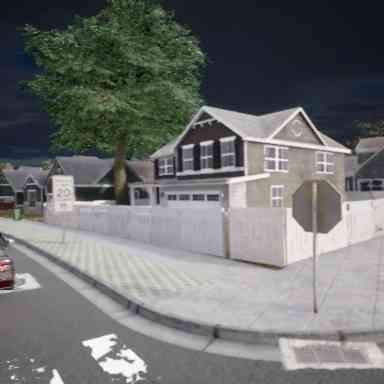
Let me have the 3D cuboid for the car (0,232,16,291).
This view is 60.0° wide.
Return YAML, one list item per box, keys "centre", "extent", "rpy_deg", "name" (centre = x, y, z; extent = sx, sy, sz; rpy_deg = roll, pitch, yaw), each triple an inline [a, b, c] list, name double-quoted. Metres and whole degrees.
- centre: [-5.820, 1.709, 8.848]
  extent: [2.033, 1.411, 5.357]
  rpy_deg: [-1, 0, -31]
  name: "car"
